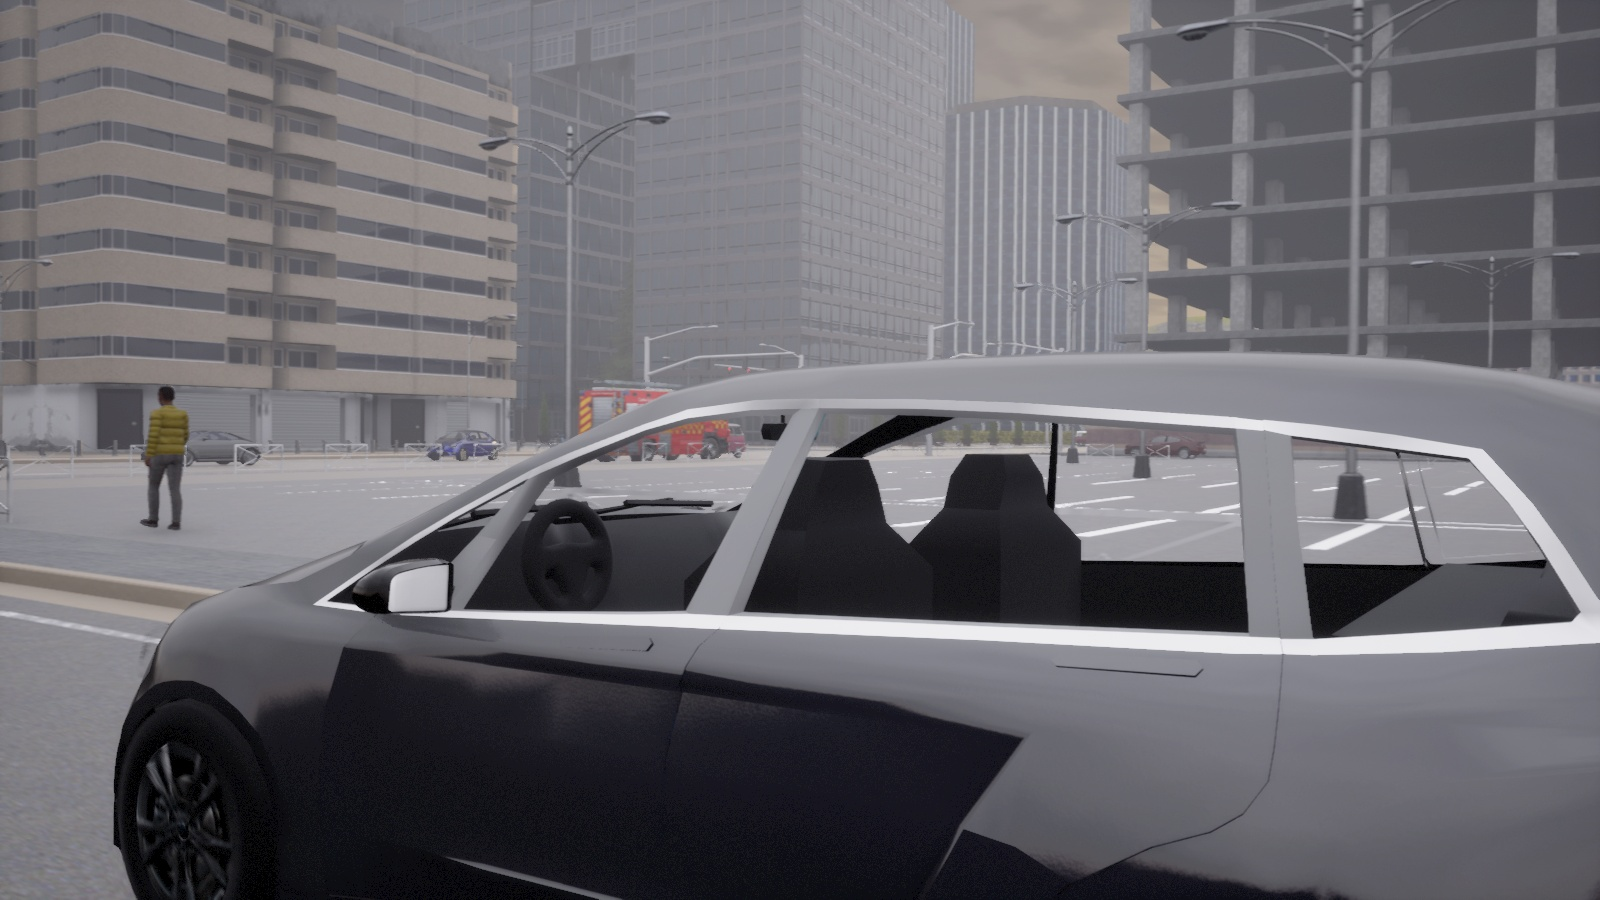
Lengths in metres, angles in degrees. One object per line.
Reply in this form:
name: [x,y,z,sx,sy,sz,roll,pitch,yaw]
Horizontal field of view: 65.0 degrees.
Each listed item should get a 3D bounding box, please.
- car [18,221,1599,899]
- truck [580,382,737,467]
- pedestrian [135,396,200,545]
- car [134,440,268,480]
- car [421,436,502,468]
car: [0.147,0.526,3.523,4.611,1.667,2.242,0,1,34]
truck: [-6.693,-1.204,60.895,2.891,3.827,8.468,0,1,32]
pedestrian: [-8.003,0.246,15.890,0.709,1.840,0.431,0,1,37]
car: [-22.893,0.345,48.120,1.994,1.385,4.181,0,1,33]
car: [-16.118,0.072,60.000,1.816,1.474,4.193,0,1,16]
